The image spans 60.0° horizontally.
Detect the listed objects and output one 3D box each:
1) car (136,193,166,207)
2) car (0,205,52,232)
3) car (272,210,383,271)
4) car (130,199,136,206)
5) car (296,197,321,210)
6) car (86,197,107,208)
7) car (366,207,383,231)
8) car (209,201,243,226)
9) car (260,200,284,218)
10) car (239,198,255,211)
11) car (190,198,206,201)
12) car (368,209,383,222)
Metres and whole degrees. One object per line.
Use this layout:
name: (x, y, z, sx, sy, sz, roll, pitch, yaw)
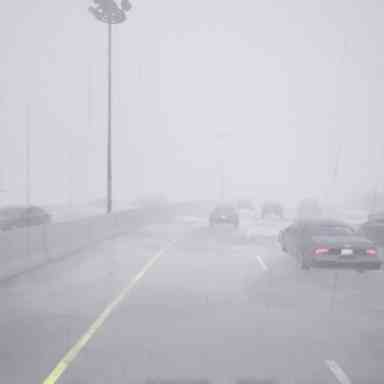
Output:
car: (-5.676, 1.218, 49.220, 2.150, 2.045, 5.566, 0, 0, 19)
car: (-9.343, 1.482, 17.616, 1.837, 1.490, 4.892, 0, 0, 7)
car: (4.159, 1.563, 10.936, 2.033, 1.411, 5.357, 0, 0, 5)
car: (-8.022, 1.495, 53.026, 1.837, 1.490, 4.892, 0, 0, 20)
car: (11.755, 1.397, 33.647, 2.097, 1.767, 4.553, 0, 0, 15)
car: (-13.339, 1.499, 48.181, 1.812, 1.442, 4.674, 0, 0, 18)
car: (12.386, 1.644, 20.166, 1.895, 1.301, 4.718, 0, 0, 9)
car: (2.362, 1.578, 23.596, 1.994, 1.385, 4.181, 0, 0, 10)
car: (7.340, 1.535, 30.479, 1.837, 1.490, 4.892, 0, 0, 13)
car: (6.743, 1.537, 41.505, 1.837, 1.490, 4.892, 0, 0, 17)
car: (1.194, 1.620, 57.701, 1.895, 1.301, 4.718, 0, 0, 22)
car: (7.848, 1.518, 12.312, 2.128, 1.511, 4.902, 0, 0, 5)
